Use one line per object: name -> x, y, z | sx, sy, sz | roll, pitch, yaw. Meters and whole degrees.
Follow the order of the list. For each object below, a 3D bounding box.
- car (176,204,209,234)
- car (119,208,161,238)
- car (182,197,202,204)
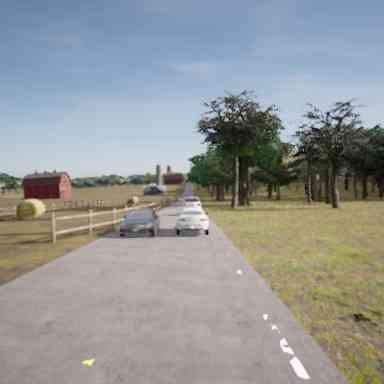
car -> 0.027, 1.664, 20.094 | 1.812, 1.442, 4.674 | 0, 0, 0
car -> -2.814, 1.656, 18.815 | 1.812, 1.442, 4.674 | 0, -1, 0
car -> -0.041, 1.616, 39.362 | 2.150, 2.045, 5.566 | 0, -1, 0
